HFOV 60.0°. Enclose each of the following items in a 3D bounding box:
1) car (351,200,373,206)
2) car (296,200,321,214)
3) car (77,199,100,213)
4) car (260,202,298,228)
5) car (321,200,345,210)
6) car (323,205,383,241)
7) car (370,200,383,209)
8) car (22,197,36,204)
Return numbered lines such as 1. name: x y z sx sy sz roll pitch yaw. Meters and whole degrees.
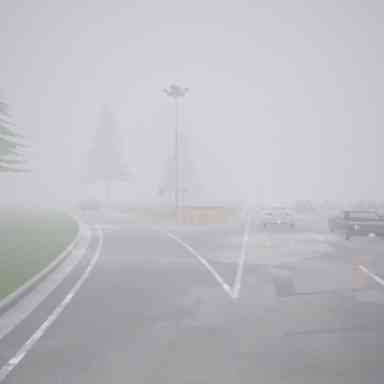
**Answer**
1. car: 18.943 1.489 36.479 1.895 1.301 4.718 0 0 11
2. car: 11.335 1.473 33.874 2.033 1.411 5.357 0 0 11
3. car: -11.979 1.526 38.405 2.128 1.511 4.902 0 0 -29
4. car: 5.496 1.487 21.687 1.812 1.442 4.674 0 0 10
5. car: 15.500 1.505 37.117 1.895 1.301 4.718 0 0 11
6. car: 8.084 1.552 16.389 1.895 1.301 4.718 0 0 11
7. car: 12.015 1.423 18.386 2.128 1.511 4.902 0 0 11
8. car: -33.158 1.672 67.704 1.994 1.385 4.181 0 0 -39
